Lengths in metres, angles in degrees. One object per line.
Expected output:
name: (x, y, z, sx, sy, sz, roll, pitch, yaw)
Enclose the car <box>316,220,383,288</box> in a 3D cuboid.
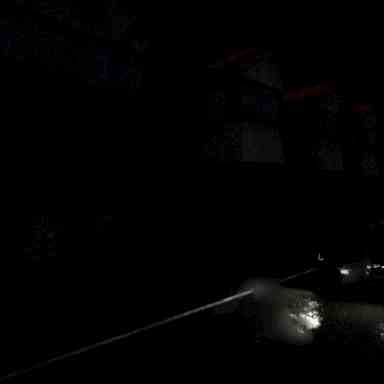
car: (5.259, 1.603, 9.387, 4.892, 1.490, 1.837, 0, -1, -44)
